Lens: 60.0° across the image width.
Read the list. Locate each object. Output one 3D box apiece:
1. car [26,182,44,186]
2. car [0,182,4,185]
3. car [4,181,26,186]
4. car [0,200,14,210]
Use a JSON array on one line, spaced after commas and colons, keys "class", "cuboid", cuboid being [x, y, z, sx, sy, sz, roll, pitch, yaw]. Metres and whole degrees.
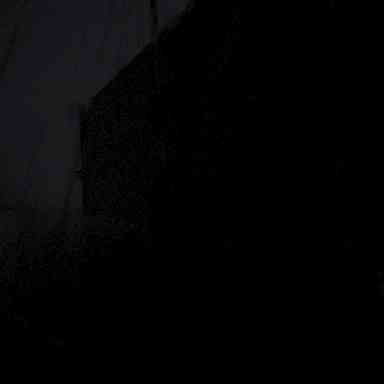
[{"class": "car", "cuboid": [-41.095, -1.827, 84.721, 2.185, 1.767, 4.553, -5, -3, 24]}, {"class": "car", "cuboid": [-45.747, -1.892, 74.673, 2.002, 1.452, 4.674, -5, -3, 26]}, {"class": "car", "cuboid": [-43.360, -1.822, 79.681, 2.097, 1.535, 5.008, -5, -3, 25]}, {"class": "car", "cuboid": [-26.847, 1.813, 46.654, 1.812, 1.442, 4.674, -4, 0, 0]}]
